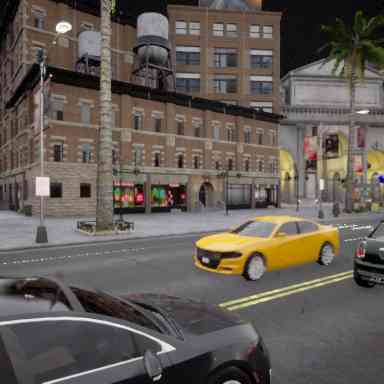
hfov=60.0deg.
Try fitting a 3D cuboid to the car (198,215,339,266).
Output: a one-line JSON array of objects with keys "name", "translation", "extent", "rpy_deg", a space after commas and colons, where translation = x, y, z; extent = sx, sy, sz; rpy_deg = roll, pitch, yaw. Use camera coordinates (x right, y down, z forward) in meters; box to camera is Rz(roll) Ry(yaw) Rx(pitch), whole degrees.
[{"name": "car", "translation": [2.384, 1.477, 9.986], "extent": [5.008, 1.535, 1.882], "rpy_deg": [0, 0, -35]}]

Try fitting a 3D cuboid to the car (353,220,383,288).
[{"name": "car", "translation": [5.945, 1.352, 8.020], "extent": [4.553, 1.767, 2.097], "rpy_deg": [0, 0, -35]}]

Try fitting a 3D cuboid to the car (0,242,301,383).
[{"name": "car", "translation": [-1.428, 1.505, 2.720], "extent": [4.892, 1.490, 1.837], "rpy_deg": [0, 0, -36]}]
